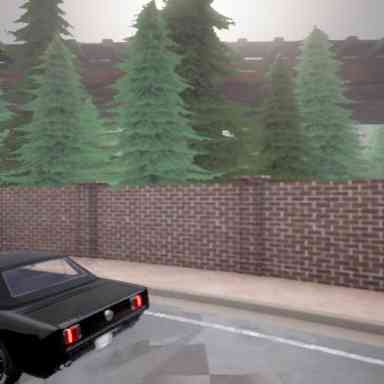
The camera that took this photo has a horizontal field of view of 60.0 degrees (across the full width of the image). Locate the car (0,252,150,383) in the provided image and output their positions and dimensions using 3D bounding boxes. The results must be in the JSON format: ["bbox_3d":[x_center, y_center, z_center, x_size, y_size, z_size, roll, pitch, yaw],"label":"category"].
[{"bbox_3d":[-3.122,1.649,5.237,4.718,1.301,1.895,-1,0,26],"label":"car"}]
